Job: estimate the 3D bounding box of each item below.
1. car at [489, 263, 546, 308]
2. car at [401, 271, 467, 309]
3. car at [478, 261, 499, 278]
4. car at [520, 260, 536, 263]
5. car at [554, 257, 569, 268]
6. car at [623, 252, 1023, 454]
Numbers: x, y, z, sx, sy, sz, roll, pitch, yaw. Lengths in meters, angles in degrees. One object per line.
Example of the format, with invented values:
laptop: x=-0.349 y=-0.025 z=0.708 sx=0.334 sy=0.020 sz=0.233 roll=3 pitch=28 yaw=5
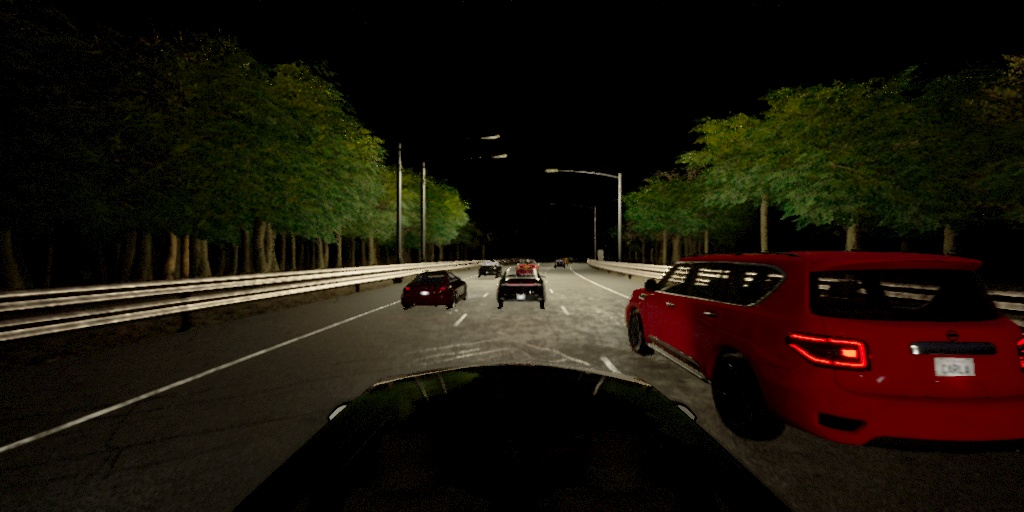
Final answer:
car: x=0.407 y=1.248 z=15.236 sx=2.128 sy=1.511 sz=4.902 roll=0 pitch=0 yaw=2
car: x=-3.098 y=1.319 z=15.004 sx=1.994 sy=1.385 sz=4.181 roll=0 pitch=0 yaw=2
car: x=-1.974 y=1.256 z=33.895 sx=2.128 sy=1.511 sz=4.902 roll=0 pitch=0 yaw=5
car: x=1.555 y=1.118 z=34.071 sx=2.097 sy=1.767 sz=4.553 roll=0 pitch=0 yaw=5
car: x=8.253 y=1.316 z=61.706 sx=2.033 sy=1.411 sz=5.357 roll=0 pitch=0 yaw=9
car: x=3.538 y=0.974 z=5.520 sx=2.150 sy=2.045 sz=5.566 roll=0 pitch=0 yaw=1
